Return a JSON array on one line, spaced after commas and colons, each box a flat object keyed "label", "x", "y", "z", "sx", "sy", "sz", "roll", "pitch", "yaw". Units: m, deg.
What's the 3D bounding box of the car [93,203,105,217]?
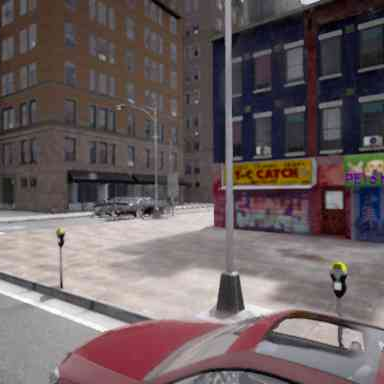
[{"label": "car", "x": -5.587, "y": 1.138, "z": 26.449, "sx": 2.128, "sy": 1.511, "sz": 4.902, "roll": -1, "pitch": 0, "yaw": 36}]

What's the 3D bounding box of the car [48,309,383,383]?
[{"label": "car", "x": 0.676, "y": 1.575, "z": 2.343, "sx": 4.206, "sy": 1.307, "sz": 1.802, "roll": 1, "pitch": -1, "yaw": 35}]

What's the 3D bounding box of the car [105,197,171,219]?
[{"label": "car", "x": -3.514, "y": 1.118, "z": 24.274, "sx": 2.128, "sy": 1.511, "sz": 4.902, "roll": -1, "pitch": 0, "yaw": 36}]
